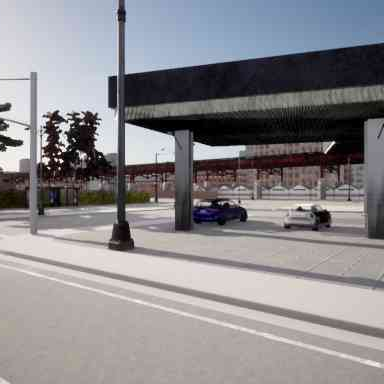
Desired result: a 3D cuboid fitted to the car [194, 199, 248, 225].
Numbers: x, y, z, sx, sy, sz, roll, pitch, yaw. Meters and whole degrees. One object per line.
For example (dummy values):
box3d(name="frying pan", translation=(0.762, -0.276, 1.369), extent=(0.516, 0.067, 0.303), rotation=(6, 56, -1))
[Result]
box3d(name="car", translation=(2.032, 1.295, 22.995), extent=(2.242, 1.667, 4.611), rotation=(0, 0, 37))

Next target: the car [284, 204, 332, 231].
box3d(name="car", translation=(7.112, 1.456, 20.206), extent=(1.970, 1.475, 3.806), rotation=(0, 0, 37))
